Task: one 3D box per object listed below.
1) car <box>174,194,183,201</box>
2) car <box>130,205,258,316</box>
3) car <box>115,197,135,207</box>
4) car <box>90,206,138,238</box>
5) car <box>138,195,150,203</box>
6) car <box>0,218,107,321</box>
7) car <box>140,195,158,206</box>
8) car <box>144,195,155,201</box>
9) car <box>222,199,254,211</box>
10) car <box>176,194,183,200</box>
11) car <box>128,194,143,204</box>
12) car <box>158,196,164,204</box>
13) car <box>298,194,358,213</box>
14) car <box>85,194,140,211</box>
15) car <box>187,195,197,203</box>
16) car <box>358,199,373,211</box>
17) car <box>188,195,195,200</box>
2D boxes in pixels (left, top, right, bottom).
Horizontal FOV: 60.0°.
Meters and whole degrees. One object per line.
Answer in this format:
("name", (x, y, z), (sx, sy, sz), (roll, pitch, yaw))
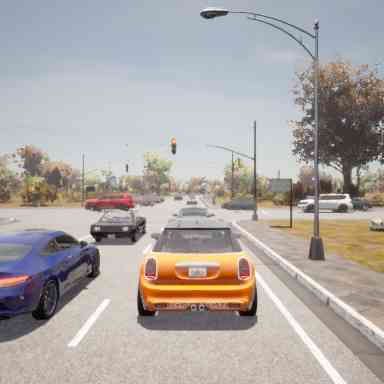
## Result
("car", (-3.567, 1.492, 84.628), (1.837, 1.490, 4.892), (0, 0, 0))
("car", (0.094, 1.352, 7.659), (2.097, 1.767, 4.553), (0, 0, 0))
("car", (-10.643, 1.547, 53.164), (2.033, 1.411, 5.357), (0, 0, 1))
("car", (-3.414, 1.601, 16.349), (1.895, 1.301, 4.718), (0, 0, 0))
("car", (-10.561, 1.478, 72.863), (1.882, 1.535, 5.008), (0, 0, 0))
("car", (-3.406, 1.526, 7.191), (1.812, 1.442, 4.674), (0, 0, 0))
("car", (-7.125, 1.505, 54.360), (1.837, 1.490, 4.892), (0, 0, 1))
("car", (-10.568, 1.525, 83.199), (2.128, 1.511, 4.902), (0, 0, 0))
("car", (5.705, 1.564, 40.770), (4.181, 1.385, 1.994), (0, 0, 14))
("car", (-3.535, 1.374, 95.036), (1.812, 1.442, 4.674), (0, 0, 1))
("car", (-10.608, 1.352, 62.634), (2.097, 1.767, 4.553), (0, 0, 0))
("car", (-7.103, 1.477, 63.838), (1.882, 1.535, 5.008), (0, 0, 0))
("car", (14.436, 1.222, 36.127), (5.566, 2.045, 2.150), (0, 0, 3))
("car", (-9.155, 1.221, 37.438), (5.566, 2.045, 2.150), (0, 0, 3))
("car", (0.014, 1.600, 62.143), (1.895, 1.301, 4.718), (0, 0, 0))
("car", (18.673, 1.502, 39.404), (4.892, 1.490, 1.837), (0, 0, 3))
("car", (-0.034, 1.552, 95.016), (1.994, 1.385, 4.181), (0, 0, 1))
